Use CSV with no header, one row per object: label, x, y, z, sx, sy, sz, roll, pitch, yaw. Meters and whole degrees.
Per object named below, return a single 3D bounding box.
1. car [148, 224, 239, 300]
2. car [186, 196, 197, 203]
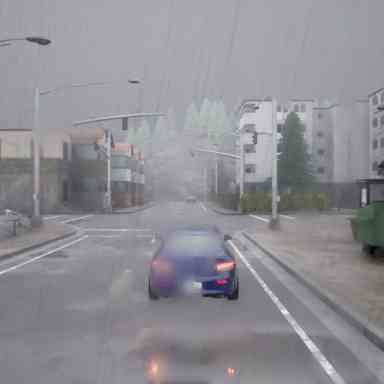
car,0.040,1.526,8.248,1.812,1.442,4.674,0,0,0
car,-0.141,1.525,66.890,1.812,1.442,4.674,0,0,0
